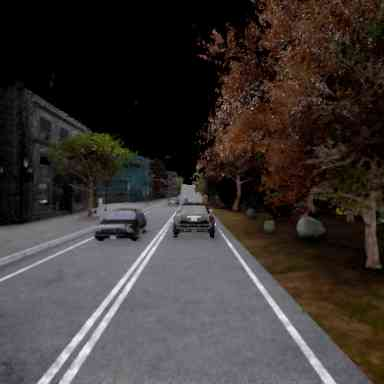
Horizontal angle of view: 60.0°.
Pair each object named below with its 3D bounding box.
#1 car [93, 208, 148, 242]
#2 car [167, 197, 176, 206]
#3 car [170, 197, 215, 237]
[{"bbox_3d":[-3.353,1.549,16.780,2.033,1.411,5.357,0,0,0],"label":"car"},{"bbox_3d":[-3.215,1.637,58.569,2.128,1.511,4.902,0,0,1],"label":"car"},{"bbox_3d":[0.099,1.354,18.321,2.097,1.767,4.553,0,0,0],"label":"car"}]
